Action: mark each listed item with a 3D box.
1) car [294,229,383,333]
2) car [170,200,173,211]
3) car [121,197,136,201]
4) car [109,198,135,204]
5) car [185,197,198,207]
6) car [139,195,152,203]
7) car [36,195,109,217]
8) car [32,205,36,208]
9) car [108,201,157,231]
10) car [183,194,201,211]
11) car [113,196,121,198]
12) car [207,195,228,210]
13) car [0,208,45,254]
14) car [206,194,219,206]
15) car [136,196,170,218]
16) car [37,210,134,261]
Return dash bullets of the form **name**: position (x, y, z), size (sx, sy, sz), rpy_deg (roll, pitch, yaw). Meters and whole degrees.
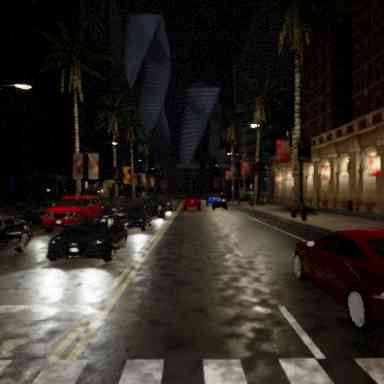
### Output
- **car**: position (3.600, 1.484, 6.813), size (1.882, 1.535, 5.008), rpy_deg (0, 0, 0)
- **car**: position (-3.542, 1.394, 40.723), size (2.097, 1.767, 4.553), rpy_deg (0, 0, 0)
- **car**: position (-7.039, 1.519, 41.101), size (1.882, 1.535, 5.008), rpy_deg (0, 0, 0)
- **car**: position (-7.025, 1.579, 30.744), size (2.033, 1.411, 5.357), rpy_deg (0, 0, 1)
- **car**: position (-0.100, 1.557, 52.625), size (1.837, 1.490, 4.892), rpy_deg (0, 0, -1)
- **car**: position (-10.426, 1.556, 74.613), size (2.231, 1.521, 4.892), rpy_deg (0, 0, -1)
- **car**: position (-7.085, 1.242, 20.442), size (2.150, 2.045, 5.566), rpy_deg (0, 0, 0)
- **car**: position (-10.191, 1.537, 23.308), size (2.161, 1.482, 4.786), rpy_deg (0, 0, -1)
- **car**: position (-3.584, 1.526, 20.835), size (1.837, 1.490, 4.892), rpy_deg (0, 0, 0)
- **car**: position (0.012, 1.264, 42.245), size (2.150, 2.045, 5.566), rpy_deg (0, 0, -1)
- **car**: position (-10.120, 1.400, 45.240), size (2.185, 1.767, 4.553), rpy_deg (0, 0, -1)
- **car**: position (3.508, 1.534, 42.613), size (2.128, 1.511, 4.902), rpy_deg (0, 0, -1)
- **car**: position (-7.098, 1.503, 10.982), size (2.128, 1.511, 4.902), rpy_deg (0, 0, 0)
- **car**: position (3.399, 1.274, 52.693), size (2.150, 2.045, 5.566), rpy_deg (0, 0, -1)
- **car**: position (-3.525, 1.383, 30.695), size (2.097, 1.767, 4.553), rpy_deg (0, 0, 1)
- **car**: position (-3.597, 1.576, 12.125), size (1.994, 1.385, 4.181), rpy_deg (0, 0, 0)
